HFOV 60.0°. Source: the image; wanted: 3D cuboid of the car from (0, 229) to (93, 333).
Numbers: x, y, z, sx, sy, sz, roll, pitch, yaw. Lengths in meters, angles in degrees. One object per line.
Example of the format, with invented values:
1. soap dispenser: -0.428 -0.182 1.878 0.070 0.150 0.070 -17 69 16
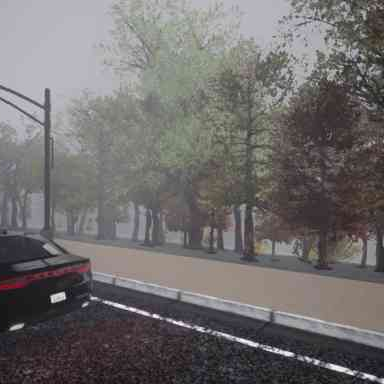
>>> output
1. car: -4.086 1.477 6.570 5.008 1.535 1.882 0 0 35
